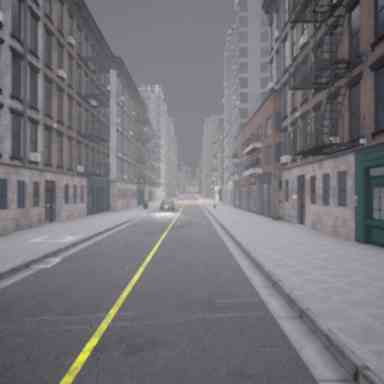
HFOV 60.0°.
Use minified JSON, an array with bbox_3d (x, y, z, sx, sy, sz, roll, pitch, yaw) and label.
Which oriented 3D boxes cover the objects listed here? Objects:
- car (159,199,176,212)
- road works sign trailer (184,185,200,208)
[{"bbox_3d":[-3.075,1.660,42.189,2.128,1.511,4.902,0,0,0],"label":"car"},{"bbox_3d":[0.020,0.664,52.954,2.380,3.560,2.880,0,0,0],"label":"road works sign trailer"}]
